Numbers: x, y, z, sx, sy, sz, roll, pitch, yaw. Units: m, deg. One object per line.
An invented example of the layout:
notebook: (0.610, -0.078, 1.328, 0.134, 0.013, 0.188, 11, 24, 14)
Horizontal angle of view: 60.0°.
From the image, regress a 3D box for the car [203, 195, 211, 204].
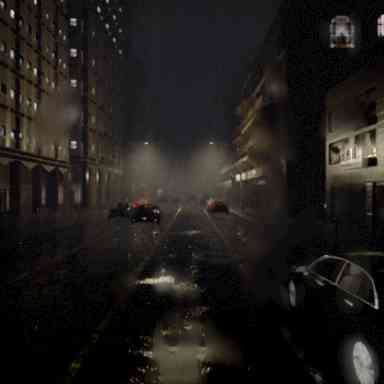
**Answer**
car: (2.689, 1.384, 38.809, 1.967, 1.590, 4.097, 0, 0, 0)

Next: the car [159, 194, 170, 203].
car: (-5.693, 1.481, 67.051, 1.947, 1.339, 4.313, 0, 0, 0)

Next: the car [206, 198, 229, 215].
car: (2.690, 1.532, 33.161, 1.802, 1.307, 4.206, 0, 0, 0)

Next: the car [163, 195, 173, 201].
car: (-5.694, 1.457, 78.348, 2.008, 1.369, 4.403, 0, 0, 0)

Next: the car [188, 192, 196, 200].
car: (-0.005, 1.064, 92.827, 2.150, 2.045, 5.566, 0, 0, 0)

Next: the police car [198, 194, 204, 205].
police car: (2.364, 1.349, 56.576, 1.930, 1.638, 5.238, 0, 0, 0)

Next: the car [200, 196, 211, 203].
car: (2.688, 1.480, 67.052, 1.947, 1.339, 4.313, 0, 0, 0)

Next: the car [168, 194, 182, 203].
car: (-3.019, 1.517, 64.251, 1.895, 1.301, 4.718, 0, 0, 0)

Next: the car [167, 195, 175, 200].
car: (-5.695, 1.426, 89.475, 1.752, 1.417, 4.829, 0, 0, 0)

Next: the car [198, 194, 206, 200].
car: (2.686, 1.341, 89.646, 1.967, 1.590, 4.097, 0, 0, 0)

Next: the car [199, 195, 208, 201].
car: (2.687, 1.457, 78.350, 2.008, 1.369, 4.403, 0, 0, 0)

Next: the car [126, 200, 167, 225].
car: (-3.101, 1.527, 23.669, 1.994, 1.385, 4.181, 0, 0, 0)

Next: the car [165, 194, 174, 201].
car: (-5.695, 1.344, 83.998, 1.967, 1.590, 4.097, 0, 0, 0)

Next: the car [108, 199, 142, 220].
car: (-5.690, 1.509, 27.511, 2.008, 1.369, 4.403, 0, 0, 0)

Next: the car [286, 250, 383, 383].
car: (2.692, 1.542, 4.918, 2.008, 1.369, 4.403, 0, 0, 0)

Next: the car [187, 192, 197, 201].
car: (-0.003, 1.306, 73.620, 1.837, 1.490, 4.892, 0, 0, 0)
